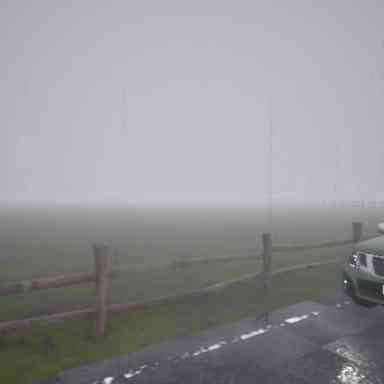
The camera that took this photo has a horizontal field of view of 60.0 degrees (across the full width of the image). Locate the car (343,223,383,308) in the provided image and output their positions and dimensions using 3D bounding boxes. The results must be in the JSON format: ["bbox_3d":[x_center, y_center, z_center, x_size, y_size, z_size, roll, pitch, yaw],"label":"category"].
[{"bbox_3d":[5.480,1.268,6.875,5.566,2.045,2.150,1,0,-34],"label":"car"}]
